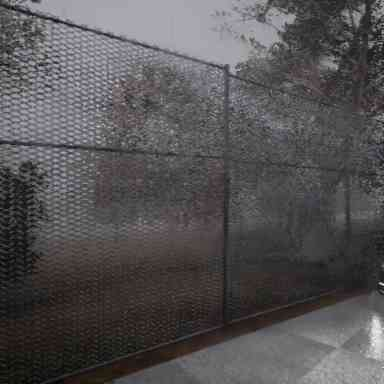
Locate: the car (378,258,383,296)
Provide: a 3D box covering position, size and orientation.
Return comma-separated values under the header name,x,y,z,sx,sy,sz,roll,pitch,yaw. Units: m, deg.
name,x,y,z,sx,sy,sz,roll,pitch,yaw
car,5.985,1.525,7.358,4.902,1.511,2.128,0,0,-36
